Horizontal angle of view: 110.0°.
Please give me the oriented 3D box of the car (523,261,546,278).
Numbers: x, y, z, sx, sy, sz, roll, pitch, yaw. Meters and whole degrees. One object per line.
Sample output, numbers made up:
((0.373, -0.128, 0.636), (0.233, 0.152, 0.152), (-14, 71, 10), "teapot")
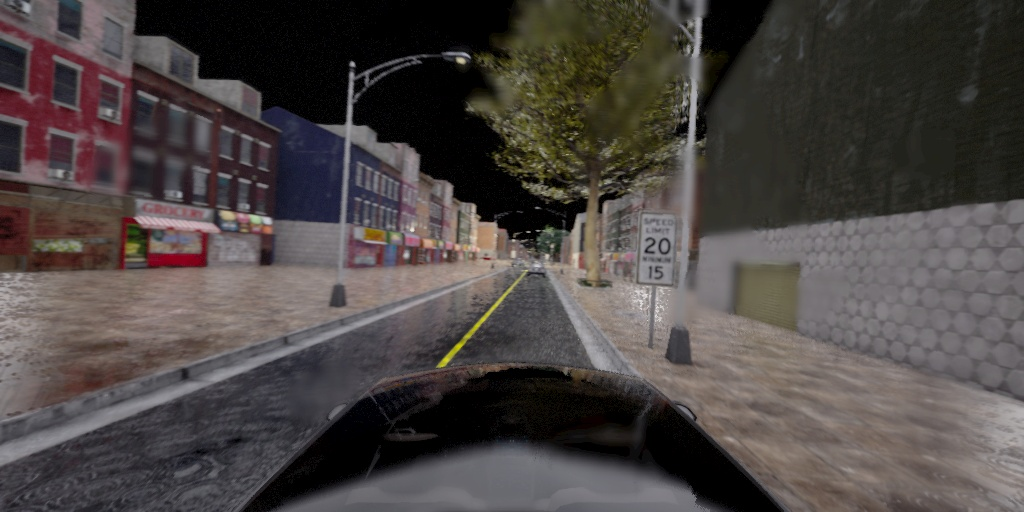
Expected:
((2.568, 1.415, 37.325), (2.033, 1.411, 5.357), (3, 0, 5), "car")

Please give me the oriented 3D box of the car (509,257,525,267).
((0.968, 0.958, 53.234), (1.994, 1.385, 4.181), (3, 0, 4), "car")
